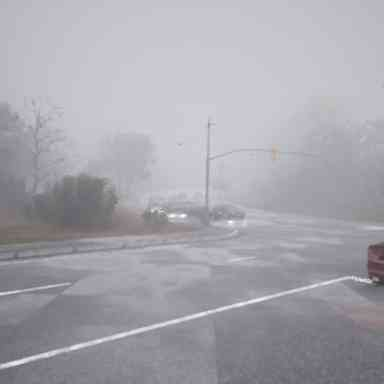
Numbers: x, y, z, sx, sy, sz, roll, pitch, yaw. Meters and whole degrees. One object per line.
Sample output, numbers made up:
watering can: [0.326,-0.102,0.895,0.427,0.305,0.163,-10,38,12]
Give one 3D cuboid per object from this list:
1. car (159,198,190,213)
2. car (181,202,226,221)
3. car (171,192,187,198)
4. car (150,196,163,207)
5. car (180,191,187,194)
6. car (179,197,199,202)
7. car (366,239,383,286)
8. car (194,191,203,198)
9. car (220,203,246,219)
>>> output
car: [-2.143,1.769,39.617,1.994,1.385,4.181,2,1,-19]
car: [1.007,1.927,31.416,1.895,1.301,4.718,2,0,-23]
car: [-2.478,1.379,53.330,1.837,1.490,4.892,2,2,-12]
car: [-5.049,1.401,49.178,2.128,1.511,4.902,2,2,-15]
car: [-1.960,0.515,74.743,2.128,1.511,4.902,2,2,-1]
car: [0.232,1.793,43.303,2.033,1.411,5.357,2,1,-18]
car: [6.388,1.596,8.623,5.008,1.535,1.882,2,-1,-39]
car: [1.485,0.576,75.969,2.033,1.411,5.357,2,2,-1]
car: [3.700,1.931,34.089,1.837,1.490,4.892,2,0,-21]
